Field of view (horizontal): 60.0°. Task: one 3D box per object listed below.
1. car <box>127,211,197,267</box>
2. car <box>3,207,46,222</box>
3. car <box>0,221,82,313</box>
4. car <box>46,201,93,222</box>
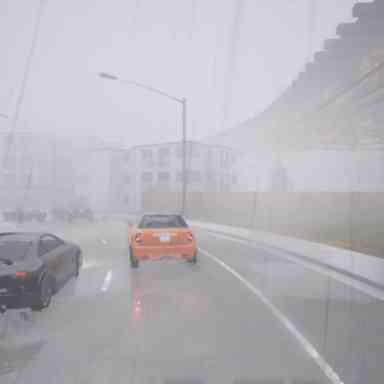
[{"bbox_3d":[-1.256,1.450,12.092,2.097,1.767,4.553,0,-1,-12],"label":"car"},{"bbox_3d":[-13.588,1.820,26.840,4.718,1.301,1.895,0,-1,44],"label":"car"},{"bbox_3d":[-3.937,1.628,7.813,1.994,1.385,4.181,0,0,-7],"label":"car"},{"bbox_3d":[-10.254,1.582,28.249,2.097,1.767,4.553,0,-1,-43],"label":"car"}]
